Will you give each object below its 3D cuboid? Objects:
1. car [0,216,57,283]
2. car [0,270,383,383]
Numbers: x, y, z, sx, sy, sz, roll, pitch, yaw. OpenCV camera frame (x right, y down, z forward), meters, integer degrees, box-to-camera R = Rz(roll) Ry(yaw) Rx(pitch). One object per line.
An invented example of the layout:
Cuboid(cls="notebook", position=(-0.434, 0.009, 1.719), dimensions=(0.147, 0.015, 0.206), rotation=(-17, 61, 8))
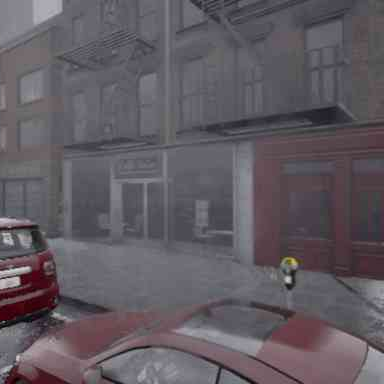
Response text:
Cuboid(cls="car", position=(-4.454, 1.349, 5.996), dimensions=(5.009, 1.841, 2.192), rotation=(0, 0, 36))
Cuboid(cls="car", position=(0.169, 1.589, 2.691), dimensions=(4.206, 1.307, 1.802), rotation=(0, 0, 36))
